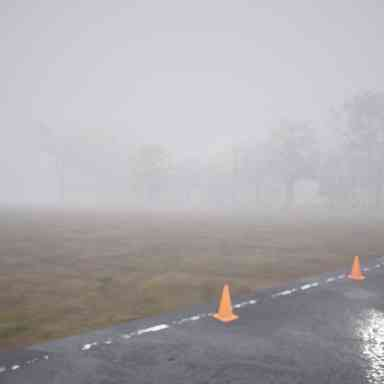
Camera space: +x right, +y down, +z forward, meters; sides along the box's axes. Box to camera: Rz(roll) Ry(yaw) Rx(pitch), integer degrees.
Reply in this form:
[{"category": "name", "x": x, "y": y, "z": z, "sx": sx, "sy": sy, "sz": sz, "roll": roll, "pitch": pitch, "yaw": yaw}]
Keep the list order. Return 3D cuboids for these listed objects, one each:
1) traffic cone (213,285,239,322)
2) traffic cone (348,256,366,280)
[{"category": "traffic cone", "x": 0.627, "y": 2.003, "z": 6.105, "sx": 0.340, "sy": 0.580, "sz": 0.340, "roll": 1, "pitch": -1, "yaw": -37}, {"category": "traffic cone", "x": 4.520, "y": 2.054, "z": 9.129, "sx": 0.340, "sy": 0.580, "sz": 0.340, "roll": 1, "pitch": -1, "yaw": -39}]
